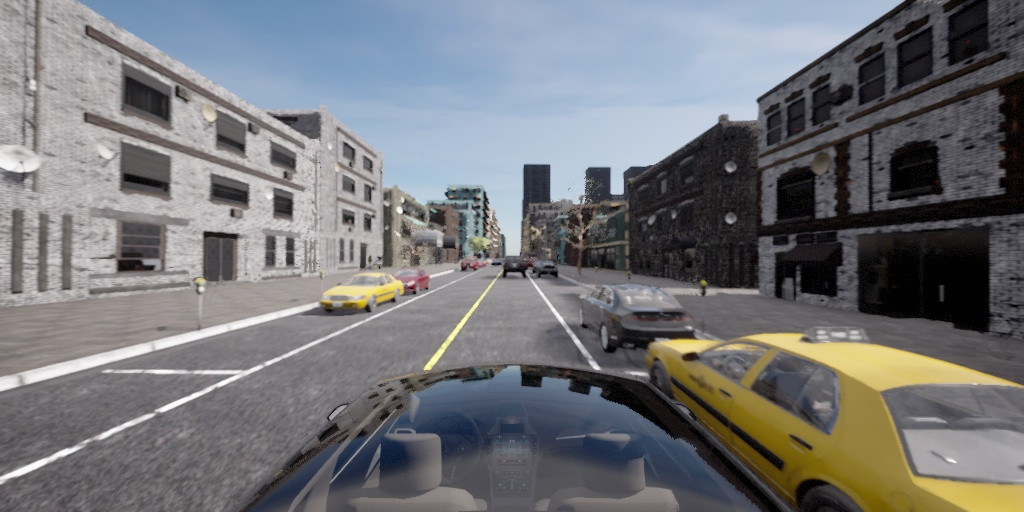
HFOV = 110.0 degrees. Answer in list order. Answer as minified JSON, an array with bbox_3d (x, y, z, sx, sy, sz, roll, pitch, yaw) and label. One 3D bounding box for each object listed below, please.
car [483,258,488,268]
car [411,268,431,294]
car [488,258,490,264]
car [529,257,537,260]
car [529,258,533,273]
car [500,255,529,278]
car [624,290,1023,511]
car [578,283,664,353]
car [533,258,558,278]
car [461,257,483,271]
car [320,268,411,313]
[{"bbox_3d":[-5.468,1.288,58.461,1.802,1.307,4.207,0,0,0],"label":"car"},{"bbox_3d":[-5.626,1.303,19.730,1.802,1.307,4.207,0,0,0],"label":"car"},{"bbox_3d":[-5.445,1.145,63.994,1.967,1.591,4.097,0,0,0],"label":"car"},{"bbox_3d":[2.890,1.050,52.892,2.192,1.841,5.009,0,0,0],"label":"car"},{"bbox_3d":[3.302,1.267,41.058,1.812,1.442,4.674,0,0,0],"label":"car"},{"bbox_3d":[0.227,0.953,34.452,2.150,2.045,5.566,0,0,0],"label":"car"},{"bbox_3d":[2.687,1.284,3.265,1.751,1.417,4.829,0,0,0],"label":"car"},{"bbox_3d":[2.709,1.306,8.628,2.007,1.370,4.403,0,0,0],"label":"car"},{"bbox_3d":[3.270,1.248,34.057,1.837,1.490,4.892,0,0,0],"label":"car"},{"bbox_3d":[-5.513,1.023,47.395,2.192,1.841,5.009,0,0,0],"label":"car"},{"bbox_3d":[-5.649,1.249,14.026,1.751,1.417,4.829,0,0,0],"label":"car"}]
